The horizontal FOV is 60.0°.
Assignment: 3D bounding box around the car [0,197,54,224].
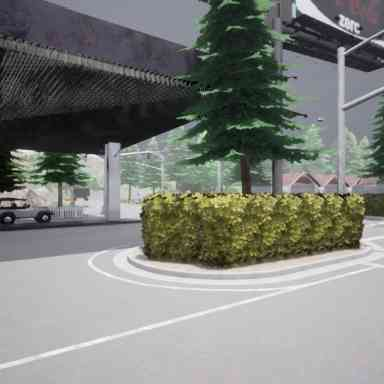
[{"bbox_3d":[-11.963,1.313,23.490,3.866,1.878,1.905,0,0,-36],"label":"car"}]
